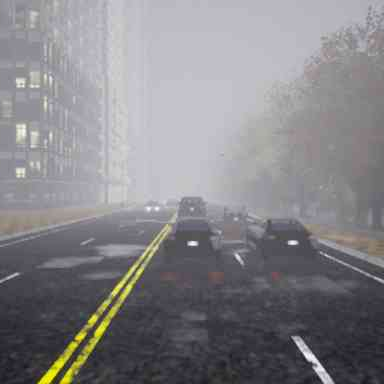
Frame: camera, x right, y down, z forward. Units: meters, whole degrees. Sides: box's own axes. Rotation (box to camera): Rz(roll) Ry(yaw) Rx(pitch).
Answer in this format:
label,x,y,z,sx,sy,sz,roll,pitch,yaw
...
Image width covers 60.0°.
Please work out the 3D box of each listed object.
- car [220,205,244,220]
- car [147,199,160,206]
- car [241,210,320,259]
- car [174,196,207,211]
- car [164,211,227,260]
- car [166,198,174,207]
label,x,y,z,sx,sy,sz,roll,pitch,yaw
car,3.283,1.715,26.932,1.895,1.301,4.718,0,0,1
car,-6.684,1.826,58.049,1.895,1.301,4.718,0,0,0
car,3.295,1.621,12.792,1.994,1.385,4.181,0,0,1
car,0.027,1.336,26.402,2.150,2.045,5.566,0,0,0
car,0.043,1.621,12.614,1.994,1.385,4.181,0,0,1
car,-3.426,1.769,57.072,2.033,1.411,5.357,0,0,0
